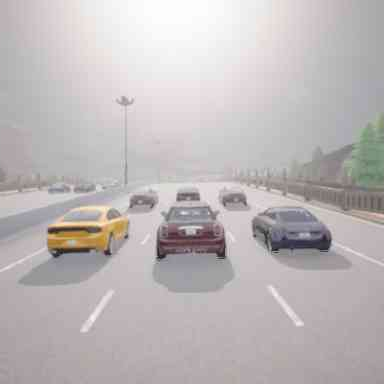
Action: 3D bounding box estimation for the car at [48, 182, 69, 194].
[{"bbox_3d":[-18.260,-0.600,46.046,1.812,1.442,4.674,-1,4,-1],"label":"car"}]

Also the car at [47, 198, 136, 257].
[{"bbox_3d":[-3.551,1.253,12.241,1.882,1.535,5.008,-1,2,0],"label":"car"}]

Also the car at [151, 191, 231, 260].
[{"bbox_3d":[-0.049,1.079,11.740,2.097,1.767,4.553,-1,3,-1],"label":"car"}]

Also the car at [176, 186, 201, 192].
[{"bbox_3d":[-0.304,0.210,27.548,1.882,1.535,5.008,-1,4,-1],"label":"car"}]

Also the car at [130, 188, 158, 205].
[{"bbox_3d":[-3.790,0.400,26.476,1.812,1.442,4.674,-1,4,0],"label":"car"}]

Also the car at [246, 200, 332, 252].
[{"bbox_3d":[3.450,1.196,12.236,1.994,1.385,4.181,-1,3,-1],"label":"car"}]

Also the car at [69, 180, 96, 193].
[{"bbox_3d":[-14.763,-0.838,45.926,2.097,1.767,4.553,-1,4,-1],"label":"car"}]

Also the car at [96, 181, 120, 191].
[{"bbox_3d":[-11.269,-0.794,46.322,2.128,1.511,4.902,-1,4,-1],"label":"car"}]

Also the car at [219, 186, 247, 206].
[{"bbox_3d":[3.208,0.251,26.575,1.812,1.442,4.674,-1,4,0],"label":"car"}]
